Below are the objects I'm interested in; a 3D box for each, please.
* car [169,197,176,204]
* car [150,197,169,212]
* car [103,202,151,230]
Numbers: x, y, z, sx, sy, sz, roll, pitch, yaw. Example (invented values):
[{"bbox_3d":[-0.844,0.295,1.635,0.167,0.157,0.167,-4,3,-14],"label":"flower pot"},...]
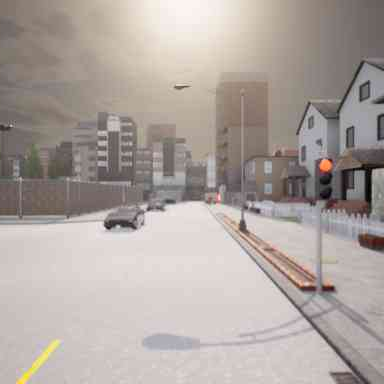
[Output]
[{"bbox_3d":[-4.045,1.600,61.545,1.895,1.301,4.718,0,0,0],"label":"car"},{"bbox_3d":[-4.118,1.504,39.042,1.837,1.490,4.892,0,0,0],"label":"car"},{"bbox_3d":[-4.110,1.547,21.177,2.033,1.411,5.357,0,0,0],"label":"car"}]
